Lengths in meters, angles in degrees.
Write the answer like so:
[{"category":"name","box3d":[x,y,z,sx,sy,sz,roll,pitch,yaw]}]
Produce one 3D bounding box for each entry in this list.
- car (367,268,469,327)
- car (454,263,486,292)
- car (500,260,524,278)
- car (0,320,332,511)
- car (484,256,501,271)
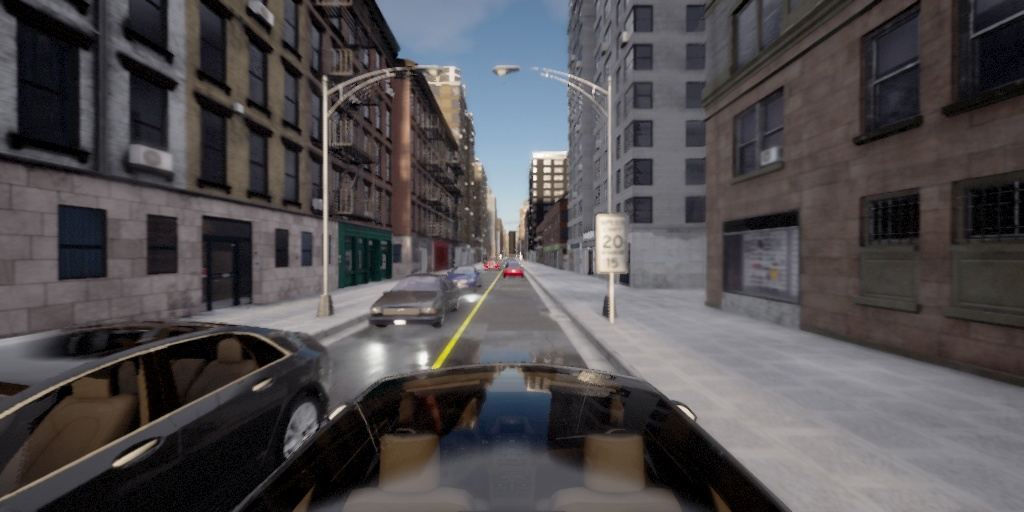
[{"category":"car","box3d":[-2.849,1.304,11.760,2.033,1.411,5.357,0,0,0]},{"category":"car","box3d":[-2.842,1.291,21.662,1.812,1.442,4.674,0,0,0]},{"category":"car","box3d":[0.122,1.341,34.758,1.994,1.385,4.181,0,0,-2]},{"category":"car","box3d":[-2.850,1.255,1.949,1.837,1.490,4.892,0,0,0]},{"category":"car","box3d":[-2.743,1.072,50.854,2.150,2.045,5.566,0,0,0]}]
